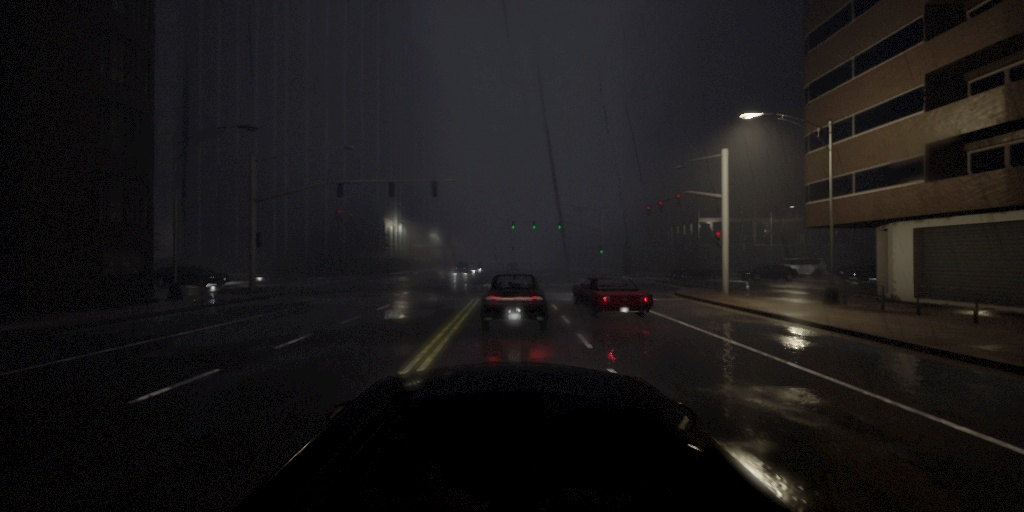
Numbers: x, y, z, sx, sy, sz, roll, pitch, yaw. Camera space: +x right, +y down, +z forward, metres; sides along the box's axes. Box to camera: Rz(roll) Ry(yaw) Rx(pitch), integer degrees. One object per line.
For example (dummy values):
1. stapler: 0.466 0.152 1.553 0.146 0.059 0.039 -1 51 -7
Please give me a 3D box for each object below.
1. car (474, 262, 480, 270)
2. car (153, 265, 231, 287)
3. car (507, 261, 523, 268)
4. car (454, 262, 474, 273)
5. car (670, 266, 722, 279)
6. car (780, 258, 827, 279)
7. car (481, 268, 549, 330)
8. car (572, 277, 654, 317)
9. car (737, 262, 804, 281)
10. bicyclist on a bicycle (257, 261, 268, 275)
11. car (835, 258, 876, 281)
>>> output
1. car: -7.050 1.729 61.590 1.812 1.442 4.674 0 0 0
2. car: -23.059 1.436 25.796 4.892 1.490 1.837 0 0 1
3. car: 0.175 1.690 53.552 2.033 1.411 5.357 0 0 0
4. car: -7.073 1.631 51.506 1.837 1.490 4.892 0 0 0
5. car: 18.529 1.612 36.084 4.718 1.301 1.895 0 0 1
6. car: 28.269 1.232 35.963 5.566 2.045 2.150 0 0 1
7. car: 0.079 1.317 11.471 2.128 1.511 4.902 0 0 0
8. car: 3.576 1.442 13.698 1.895 1.301 4.718 0 0 -1
9. car: 23.084 1.489 32.515 4.892 1.490 1.837 0 0 1
10. bicyclist on a bicycle: -28.760 1.349 41.339 0.582 1.620 1.656 0 0 1
11. car: 32.658 1.205 32.414 5.566 2.045 2.150 0 0 1
